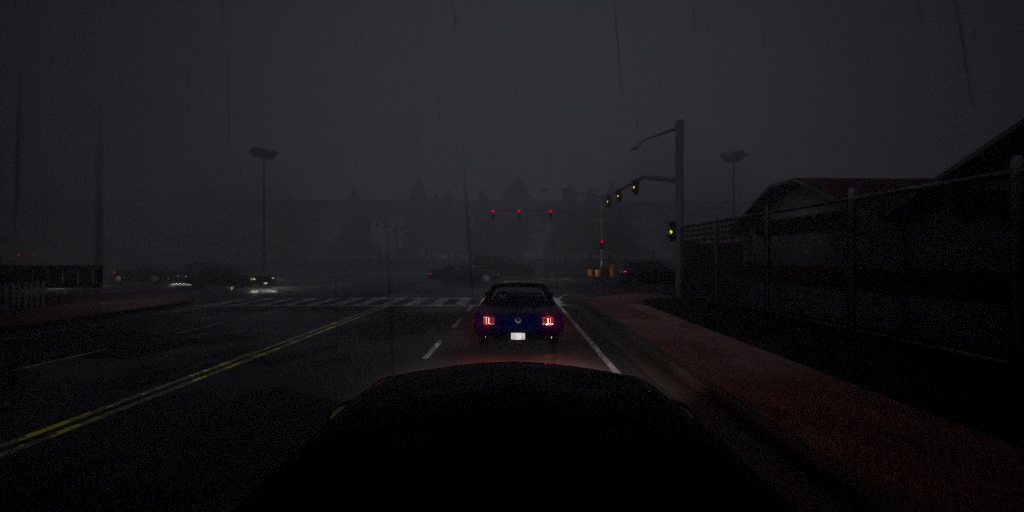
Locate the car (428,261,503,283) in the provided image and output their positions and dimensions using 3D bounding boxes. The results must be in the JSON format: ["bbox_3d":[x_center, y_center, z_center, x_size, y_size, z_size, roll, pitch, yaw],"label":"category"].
[{"bbox_3d":[-3.556,1.297,27.028,5.357,1.411,2.033,0,0,-1],"label":"car"}]

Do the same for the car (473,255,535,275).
[{"bbox_3d":[-0.819,0.971,30.573,5.566,2.045,2.150,0,0,-1],"label":"car"}]

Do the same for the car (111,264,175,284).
[{"bbox_3d":[-26.862,1.306,26.643,4.181,1.385,1.994,0,0,-1],"label":"car"}]

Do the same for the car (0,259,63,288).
[{"bbox_3d":[-32.176,1.199,23.056,5.008,1.535,1.882,1,0,-1],"label":"car"}]

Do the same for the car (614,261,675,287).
[{"bbox_3d":[9.244,1.101,23.740,4.553,1.767,2.097,0,0,-1],"label":"car"}]

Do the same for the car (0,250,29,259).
[{"bbox_3d":[-40.136,0.690,26.434,5.566,2.045,2.150,4,0,-1],"label":"car"}]

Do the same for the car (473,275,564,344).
[{"bbox_3d":[0.193,1.351,9.541,1.895,1.301,4.718,0,0,2],"label":"car"}]

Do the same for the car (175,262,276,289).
[{"bbox_3d":[-17.824,1.298,22.654,5.357,1.411,2.033,0,0,11],"label":"car"}]

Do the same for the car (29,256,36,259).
[{"bbox_3d":[-41.104,0.979,29.923,5.357,1.411,2.033,3,0,-1],"label":"car"}]
